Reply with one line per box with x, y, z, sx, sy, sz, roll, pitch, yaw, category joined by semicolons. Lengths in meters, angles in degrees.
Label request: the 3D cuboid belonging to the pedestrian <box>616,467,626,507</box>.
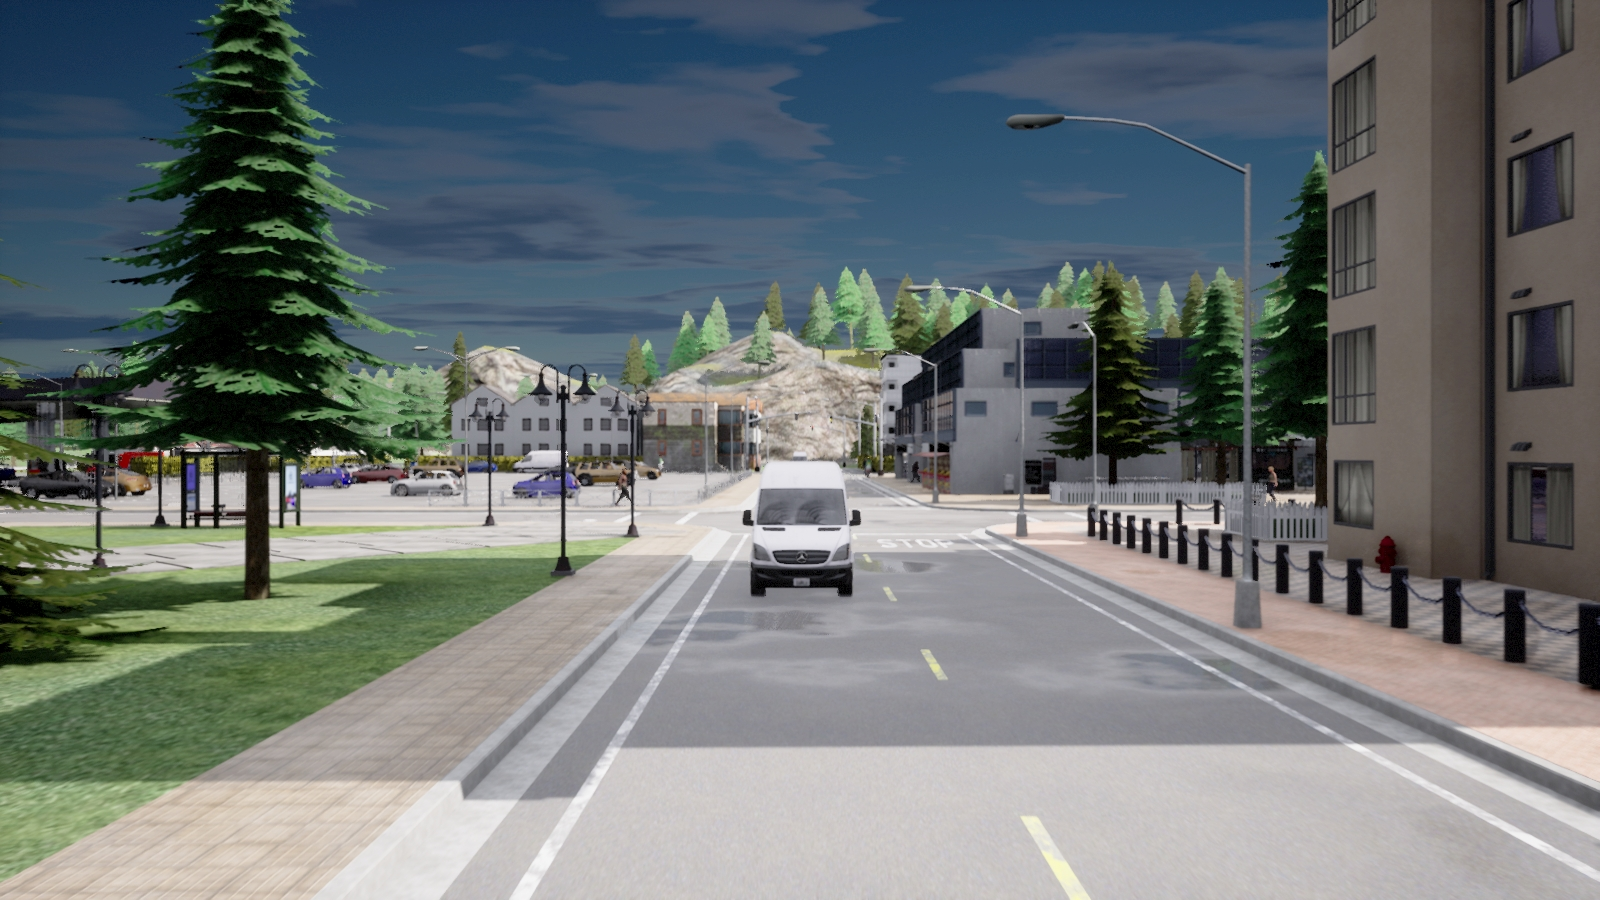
-8.187;1.690;52.331;0.375;1.860;0.375;0;0;4;pedestrian

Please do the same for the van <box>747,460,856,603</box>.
0.058;1.514;23.779;1.988;2.561;5.915;0;0;0;van

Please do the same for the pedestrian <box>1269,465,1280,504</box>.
22.944;1.682;55.258;0.375;1.860;0.375;0;0;3;pedestrian
